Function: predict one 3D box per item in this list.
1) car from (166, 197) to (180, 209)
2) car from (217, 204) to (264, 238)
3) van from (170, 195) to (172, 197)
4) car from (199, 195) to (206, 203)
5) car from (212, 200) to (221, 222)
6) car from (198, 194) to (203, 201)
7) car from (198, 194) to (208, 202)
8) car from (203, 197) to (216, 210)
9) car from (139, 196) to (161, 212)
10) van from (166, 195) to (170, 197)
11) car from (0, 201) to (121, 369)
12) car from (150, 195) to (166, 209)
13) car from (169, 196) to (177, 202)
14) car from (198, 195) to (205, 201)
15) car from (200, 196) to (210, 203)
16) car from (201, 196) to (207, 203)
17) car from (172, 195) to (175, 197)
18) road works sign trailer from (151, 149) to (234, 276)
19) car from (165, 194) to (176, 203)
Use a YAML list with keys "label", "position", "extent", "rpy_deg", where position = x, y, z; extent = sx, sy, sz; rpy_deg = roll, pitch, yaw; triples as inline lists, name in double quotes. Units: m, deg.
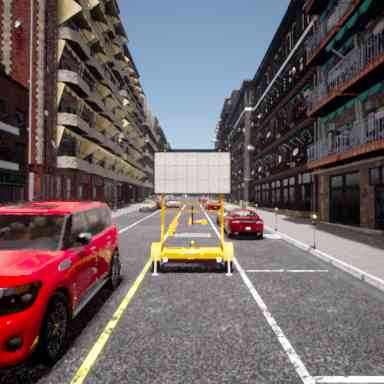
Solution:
- label: "car"
  position: [-2.743, 1.687, 47.130]
  extent: [1.895, 1.301, 4.718]
  rpy_deg: [0, 0, 0]
- label: "car"
  position: [2.624, 1.563, 17.684]
  extent: [1.887, 1.381, 4.507]
  rpy_deg: [1, 0, 0]
- label: "van"
  position: [-5.153, 1.477, 62.010]
  extent: [1.690, 1.788, 3.998]
  rpy_deg: [1, 0, 0]
- label: "car"
  position: [2.723, 1.681, 61.930]
  extent: [1.887, 1.381, 4.507]
  rpy_deg: [1, 0, 0]
- label: "car"
  position: [2.637, 1.553, 23.386]
  extent: [1.752, 1.417, 4.829]
  rpy_deg: [1, 0, 0]
- label: "car"
  position: [2.735, 1.703, 67.460]
  extent: [1.887, 1.381, 4.507]
  rpy_deg: [1, 0, 0]
- label: "car"
  position: [2.743, 1.547, 84.054]
  extent: [2.192, 1.841, 5.009]
  rpy_deg: [1, 0, 0]
- label: "car"
  position: [2.673, 1.611, 39.806]
  extent: [1.887, 1.381, 4.507]
  rpy_deg: [1, 0, 0]
- label: "car"
  position: [-5.207, 1.592, 39.717]
  extent: [1.752, 1.417, 4.829]
  rpy_deg: [2, 0, 0]
- label: "van"
  position: [-5.165, 1.456, 56.478]
  extent: [1.690, 1.788, 3.998]
  rpy_deg: [2, 0, 0]
- label: "car"
  position: [-2.835, 1.225, 6.173]
  extent: [2.150, 2.045, 5.566]
  rpy_deg: [0, 0, 0]
- label: "car"
  position: [-5.188, 1.396, 45.419]
  extent: [2.192, 1.841, 5.009]
  rpy_deg: [2, 0, 0]
- label: "car"
  position: [-5.097, 1.826, 89.662]
  extent: [1.947, 1.339, 4.313]
  rpy_deg: [1, 0, 0]
- label: "car"
  position: [2.764, 1.729, 95.117]
  extent: [1.967, 1.590, 4.097]
  rpy_deg: [1, 0, 0]
- label: "car"
  position: [2.757, 1.622, 72.992]
  extent: [1.967, 1.590, 4.097]
  rpy_deg: [1, 0, 0]
- label: "car"
  position: [2.685, 1.632, 45.338]
  extent: [2.008, 1.369, 4.403]
  rpy_deg: [1, 0, 0]
- label: "car"
  position: [-5.128, 1.497, 73.070]
  extent: [2.192, 1.841, 5.009]
  rpy_deg: [1, 0, 0]
- label: "road works sign trailer"
  position: [0.013, 0.473, 10.377]
  extent: [2.380, 3.560, 2.880]
  rpy_deg: [0, 0, 0]
- label: "car"
  position: [-5.115, 1.521, 78.600]
  extent: [2.192, 1.841, 5.009]
  rpy_deg: [1, 0, 0]
